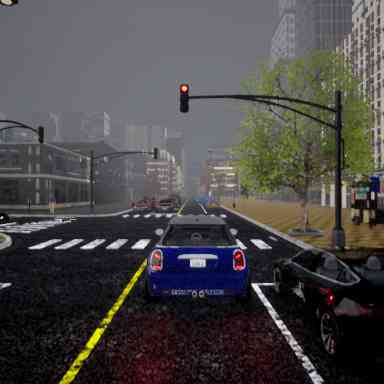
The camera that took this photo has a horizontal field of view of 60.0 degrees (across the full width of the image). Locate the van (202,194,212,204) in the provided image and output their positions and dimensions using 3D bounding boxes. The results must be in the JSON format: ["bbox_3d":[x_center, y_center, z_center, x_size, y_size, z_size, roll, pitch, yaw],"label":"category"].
[{"bbox_3d":[2.760,1.403,49.306,1.690,1.788,3.998,0,0,0],"label":"van"}]

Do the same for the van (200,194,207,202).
[{"bbox_3d":[2.804,1.447,82.611,1.690,1.788,3.998,0,0,0],"label":"van"}]

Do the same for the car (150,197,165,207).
[{"bbox_3d":[-5.615,1.620,54.865,2.008,1.369,4.403,0,0,0],"label":"car"}]

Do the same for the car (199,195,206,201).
[{"bbox_3d":[2.811,1.639,88.332,1.752,1.417,4.829,0,0,0],"label":"car"}]

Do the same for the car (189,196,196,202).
[{"bbox_3d":[0.105,1.641,79.227,2.033,1.411,5.357,0,0,0],"label":"car"}]

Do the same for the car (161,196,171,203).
[{"bbox_3d":[-5.593,1.616,71.348,1.752,1.417,4.829,0,0,0],"label":"car"}]

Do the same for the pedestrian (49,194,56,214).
[{"bbox_3d":[-12.710,1.074,30.226,0.375,1.860,0.375,0,-1,-1],"label":"pedestrian"}]

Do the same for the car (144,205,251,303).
[{"bbox_3d":[0.111,1.363,8.393,2.097,1.767,4.553,0,0,0],"label":"car"}]

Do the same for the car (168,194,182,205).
[{"bbox_3d":[-2.994,1.297,59.317,2.150,2.045,5.566,0,0,1],"label":"car"}]

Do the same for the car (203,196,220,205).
[{"bbox_3d":[2.751,1.581,43.924,1.752,1.417,4.829,0,0,0],"label":"car"}]

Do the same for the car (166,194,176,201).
[{"bbox_3d":[-5.570,1.428,88.171,2.192,1.841,5.009,0,0,0],"label":"car"}]

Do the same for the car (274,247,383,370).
[{"bbox_3d":[2.701,1.573,5.725,1.947,1.339,4.313,0,0,0],"label":"car"}]

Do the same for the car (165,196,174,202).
[{"bbox_3d":[-5.578,1.657,82.620,2.008,1.369,4.403,0,0,0],"label":"car"}]

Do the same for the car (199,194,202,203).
[{"bbox_3d":[2.773,1.627,60.407,2.008,1.369,4.403,0,0,0],"label":"car"}]

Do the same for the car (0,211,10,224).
[{"bbox_3d":[-14.012,1.424,21.266,4.181,1.385,1.994,1,0,4],"label":"car"}]

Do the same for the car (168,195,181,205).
[{"bbox_3d":[-3.033,1.539,48.532,1.882,1.535,5.008,0,0,0],"label":"car"}]

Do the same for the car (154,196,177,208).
[{"bbox_3d":[-3.042,1.574,38.497,1.812,1.442,4.674,0,0,-2],"label":"car"}]

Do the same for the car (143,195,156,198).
[{"bbox_3d":[-5.628,1.370,43.763,2.192,1.841,5.009,0,0,0],"label":"car"}]

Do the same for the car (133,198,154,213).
[{"bbox_3d":[-5.637,1.630,38.212,1.802,1.307,4.206,0,0,0],"label":"car"}]
